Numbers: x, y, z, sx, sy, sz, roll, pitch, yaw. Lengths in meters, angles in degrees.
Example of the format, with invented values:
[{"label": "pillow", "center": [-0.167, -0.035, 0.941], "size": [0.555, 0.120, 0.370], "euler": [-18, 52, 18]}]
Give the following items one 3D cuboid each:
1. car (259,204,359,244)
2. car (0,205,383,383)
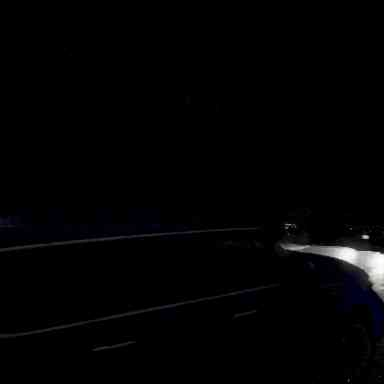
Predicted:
[{"label": "car", "center": [5.749, 1.409, 16.123], "size": [5.008, 1.535, 1.882], "euler": [0, 0, -32]}, {"label": "car", "center": [-0.234, 1.213, 3.539], "size": [5.566, 2.045, 2.150], "euler": [0, 0, -35]}]
